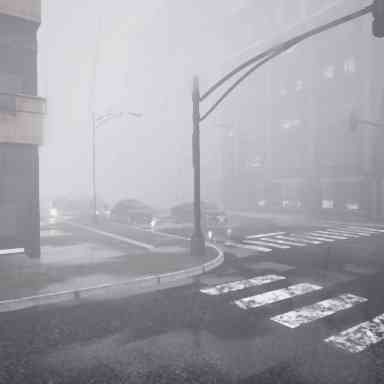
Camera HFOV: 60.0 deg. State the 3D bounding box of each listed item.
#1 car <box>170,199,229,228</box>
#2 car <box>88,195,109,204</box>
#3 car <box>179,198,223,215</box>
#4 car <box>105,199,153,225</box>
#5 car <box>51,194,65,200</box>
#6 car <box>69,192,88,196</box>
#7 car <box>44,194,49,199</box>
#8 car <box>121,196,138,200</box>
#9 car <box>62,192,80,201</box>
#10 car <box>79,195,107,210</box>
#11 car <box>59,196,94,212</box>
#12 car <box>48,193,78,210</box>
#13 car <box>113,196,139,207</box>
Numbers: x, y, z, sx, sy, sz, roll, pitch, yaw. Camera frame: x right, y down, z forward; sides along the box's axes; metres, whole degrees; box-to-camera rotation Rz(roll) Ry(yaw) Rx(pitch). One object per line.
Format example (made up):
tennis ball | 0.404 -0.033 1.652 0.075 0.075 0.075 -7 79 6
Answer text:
car | 0.388 1.434 22.010 2.128 1.511 4.902 -1 1 -35
car | -15.584 1.217 55.292 1.752 1.417 4.829 -1 1 -35
car | 0.756 1.360 31.846 1.887 1.381 4.507 -1 1 -35
car | -4.420 1.509 24.191 1.887 1.381 4.507 -1 1 -35
car | -31.648 1.124 78.522 2.008 1.369 4.403 -1 1 -35
car | -18.083 1.082 54.344 2.097 1.767 4.553 -1 1 -35
car | -34.976 1.075 83.335 1.752 1.417 4.829 -1 1 -35
car | -5.494 1.374 30.519 1.882 1.535 5.008 -1 1 -35
car | -25.185 0.935 69.172 2.192 1.841 5.009 -1 1 -35
car | -11.492 1.397 39.205 2.033 1.411 5.357 -1 1 -35
car | -12.681 1.448 36.364 2.008 1.369 4.403 -1 1 -35
car | -15.914 1.313 41.037 1.967 1.590 4.097 -1 1 -35
car | -9.120 1.266 45.945 1.752 1.417 4.829 -1 1 -35
